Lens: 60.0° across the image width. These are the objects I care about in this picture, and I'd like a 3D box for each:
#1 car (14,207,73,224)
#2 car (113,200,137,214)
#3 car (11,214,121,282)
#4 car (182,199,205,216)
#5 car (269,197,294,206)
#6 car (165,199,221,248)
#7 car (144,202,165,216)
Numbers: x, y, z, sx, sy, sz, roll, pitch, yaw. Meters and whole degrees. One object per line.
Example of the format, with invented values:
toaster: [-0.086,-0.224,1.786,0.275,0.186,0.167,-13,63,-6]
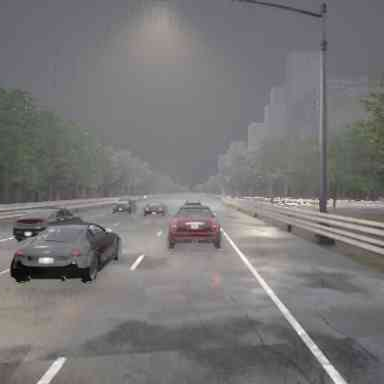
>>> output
car: [-6.894,1.498,16.408,1.837,1.490,4.892,0,0,0]
car: [-6.891,1.504,34.364,1.812,1.442,4.674,0,0,0]
car: [-3.396,1.562,9.752,1.994,1.385,4.181,0,0,0]
car: [0.109,1.471,33.218,2.128,1.511,4.902,0,0,0]
car: [14.842,1.579,55.643,2.128,1.511,4.902,0,1,-31]
car: [0.107,1.346,14.894,2.097,1.767,4.553,0,0,0]
car: [-3.387,1.581,31.858,1.895,1.301,4.718,0,0,0]
